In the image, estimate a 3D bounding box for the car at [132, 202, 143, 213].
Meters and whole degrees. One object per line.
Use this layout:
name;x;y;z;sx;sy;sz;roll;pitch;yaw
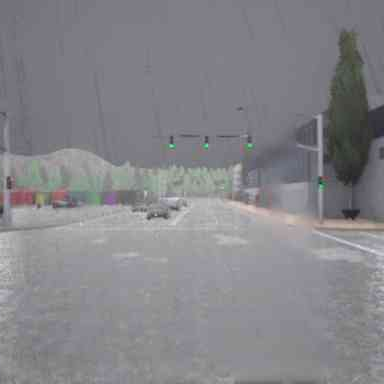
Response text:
car;-6.258;1.934;41.986;1.994;1.385;4.181;0;0;2

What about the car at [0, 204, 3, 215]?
car;-20.900;1.477;31.377;4.605;1.855;1.932;0;0;1

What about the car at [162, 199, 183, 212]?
car;-2.639;1.859;44.687;1.882;1.535;5.008;0;0;2

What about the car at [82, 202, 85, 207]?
car;-20.430;1.930;56.783;3.806;1.475;1.970;0;0;1

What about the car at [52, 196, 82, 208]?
car;-20.492;1.667;53.891;3.866;1.878;1.905;0;0;1

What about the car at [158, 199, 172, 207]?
car;-5.200;2.048;64.600;2.128;1.511;4.902;0;-1;3

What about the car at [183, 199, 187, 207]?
car;-1.852;2.005;60.708;2.128;1.511;4.902;0;-1;2

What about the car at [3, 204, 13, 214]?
car;-20.796;1.504;34.270;3.866;1.878;1.905;0;0;1

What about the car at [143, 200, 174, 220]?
car;-3.057;1.776;31.292;1.837;1.490;4.892;0;0;2
